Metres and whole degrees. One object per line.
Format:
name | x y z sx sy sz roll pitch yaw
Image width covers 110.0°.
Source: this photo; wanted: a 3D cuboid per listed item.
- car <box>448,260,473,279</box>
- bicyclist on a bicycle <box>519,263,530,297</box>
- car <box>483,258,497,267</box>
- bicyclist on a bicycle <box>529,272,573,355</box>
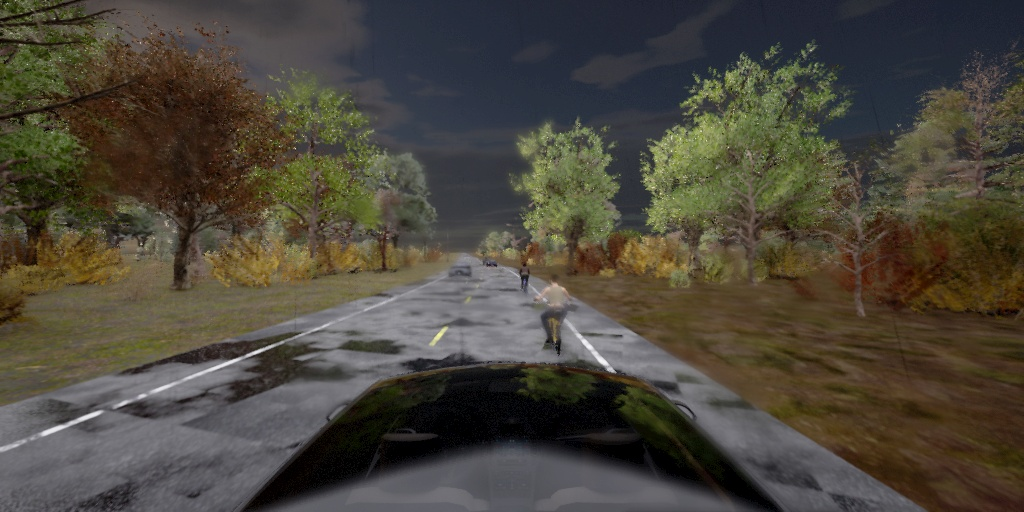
car | -4.640 1.296 32.788 1.994 1.385 4.181 0 0 -4
bicyclist on a bicycle | 0.644 1.199 17.976 0.582 1.620 1.656 0 0 -2
car | -3.744 1.258 63.739 1.895 1.301 4.718 0 0 -7
bicyclist on a bicycle | 0.915 1.185 7.695 0.866 1.612 1.509 0 0 -1
